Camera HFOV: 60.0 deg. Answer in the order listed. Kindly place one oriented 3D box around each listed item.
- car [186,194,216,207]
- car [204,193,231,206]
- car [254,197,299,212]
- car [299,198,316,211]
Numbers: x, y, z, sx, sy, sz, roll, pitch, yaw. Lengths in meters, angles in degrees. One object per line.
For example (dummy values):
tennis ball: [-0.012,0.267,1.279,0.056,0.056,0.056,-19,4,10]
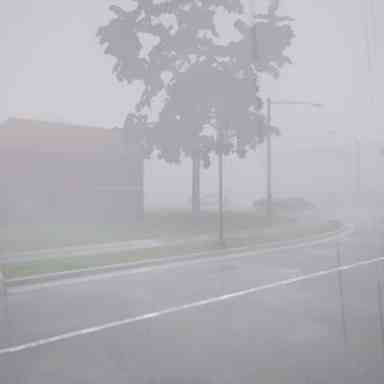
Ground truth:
car: [0.926,1.412,49.595,1.837,1.490,4.892,0,0,-34]
car: [3.704,1.199,51.737,2.150,2.045,5.566,0,0,-34]
car: [9.104,1.373,37.288,1.882,1.535,5.008,0,0,-34]
car: [12.176,1.387,38.988,1.837,1.490,4.892,0,0,-34]
